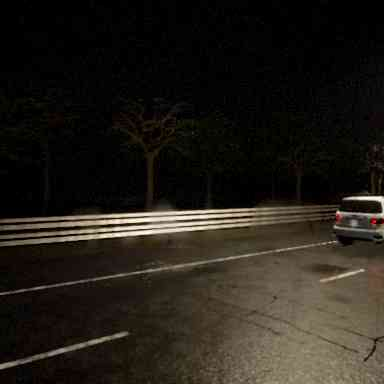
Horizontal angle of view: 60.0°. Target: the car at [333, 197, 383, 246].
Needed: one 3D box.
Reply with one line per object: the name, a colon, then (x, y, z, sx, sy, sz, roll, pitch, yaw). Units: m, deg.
car: (8.193, 1.205, 13.891, 5.566, 2.045, 2.150, 0, 0, -35)
